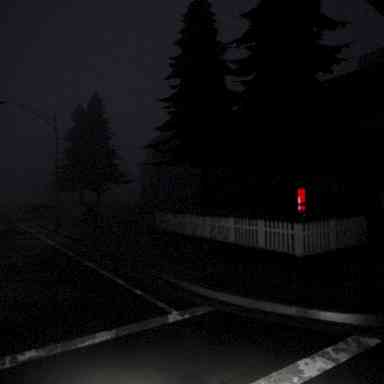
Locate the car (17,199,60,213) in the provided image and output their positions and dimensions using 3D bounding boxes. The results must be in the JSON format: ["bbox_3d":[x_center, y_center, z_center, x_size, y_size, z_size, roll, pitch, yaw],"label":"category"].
[{"bbox_3d":[-20.579,2.053,44.324,1.895,1.301,4.718,-2,0,32],"label":"car"}]

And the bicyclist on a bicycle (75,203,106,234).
[{"bbox_3d":[-5.390,1.413,17.677,1.656,1.620,0.582,-2,0,-34],"label":"bicyclist on a bicycle"}]

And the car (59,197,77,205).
[{"bbox_3d":[-23.877,1.878,63.758,1.845,1.501,3.633,-2,0,-33],"label":"car"}]

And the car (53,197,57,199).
[{"bbox_3d":[-35.463,2.095,87.338,2.152,1.636,5.027,-2,0,-33],"label":"car"}]

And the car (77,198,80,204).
[{"bbox_3d":[-25.419,1.910,71.604,1.970,1.475,3.806,-2,0,-33],"label":"car"}]

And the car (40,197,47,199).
[{"bbox_3d":[-38.063,2.182,85.585,2.007,1.523,4.514,-2,0,-33],"label":"car"}]

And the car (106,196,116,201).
[{"bbox_3d":[-21.354,1.688,87.355,1.845,1.501,3.633,-2,0,-33],"label":"car"}]
